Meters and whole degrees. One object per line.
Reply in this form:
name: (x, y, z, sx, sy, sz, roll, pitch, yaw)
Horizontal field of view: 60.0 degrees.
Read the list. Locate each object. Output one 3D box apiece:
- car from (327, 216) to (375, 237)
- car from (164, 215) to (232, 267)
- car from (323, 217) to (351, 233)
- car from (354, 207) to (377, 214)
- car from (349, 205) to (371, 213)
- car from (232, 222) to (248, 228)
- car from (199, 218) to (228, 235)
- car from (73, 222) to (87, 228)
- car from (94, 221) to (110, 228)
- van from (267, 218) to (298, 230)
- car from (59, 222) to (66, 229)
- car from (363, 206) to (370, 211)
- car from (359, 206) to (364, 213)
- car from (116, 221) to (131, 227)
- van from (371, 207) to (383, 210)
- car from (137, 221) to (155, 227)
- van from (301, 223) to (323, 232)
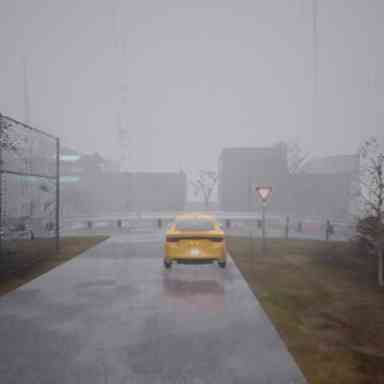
car: (20.529, 4.397, 43.352, 2.435, 2.045, 5.566, 0, 0, -18)
car: (0.121, 1.527, 11.705, 1.882, 1.535, 5.008, 0, 0, 1)
car: (17.571, 4.398, 43.447, 2.435, 2.045, 5.566, 0, -1, -18)
car: (41.480, 4.416, 79.459, 4.674, 1.452, 2.002, -1, 0, -17)
car: (41.690, 4.229, 82.459, 4.553, 1.767, 2.185, -1, 1, -17)
car: (5.734, 4.653, 43.839, 2.231, 1.521, 4.892, 0, 0, -18)
car: (2.761, 4.527, 43.962, 2.185, 1.767, 4.553, 0, 0, -18)
car: (-15.040, 4.649, 44.661, 1.946, 1.575, 5.366, 0, 0, -18)
car: (-12.014, 4.651, 44.395, 2.097, 1.535, 5.008, 0, 0, -18)
van: (11.602, 4.426, 43.766, 1.878, 1.987, 4.442, 0, 0, -18)
car: (-17.940, 4.651, 44.579, 2.097, 1.535, 5.008, 0, 0, -18)
car: (41.139, 4.418, 73.457, 5.008, 1.535, 2.097, -1, 1, -17)
car: (41.271, 4.271, 76.457, 4.553, 1.767, 2.185, -1, 0, -17)
car: (-9.126, 4.650, 44.475, 1.946, 1.575, 5.366, 0, 0, -18)
van: (40.845, 4.216, 70.422, 4.442, 1.987, 1.878, -1, 1, -17)
car: (-6.087, 4.681, 44.186, 2.163, 1.488, 4.792, 0, 0, -18)
van: (14.559, 4.425, 43.672, 1.878, 1.987, 4.442, 0, 0, -18)
